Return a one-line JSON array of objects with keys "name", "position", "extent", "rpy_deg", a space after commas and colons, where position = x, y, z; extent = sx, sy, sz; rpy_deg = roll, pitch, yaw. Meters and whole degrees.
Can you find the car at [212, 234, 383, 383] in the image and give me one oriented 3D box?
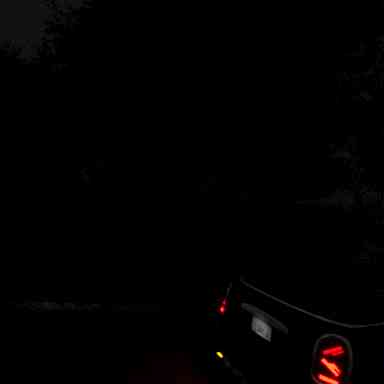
[{"name": "car", "position": [2.605, 1.321, 4.043], "extent": [4.553, 1.767, 2.097], "rpy_deg": [0, 1, -24]}]
